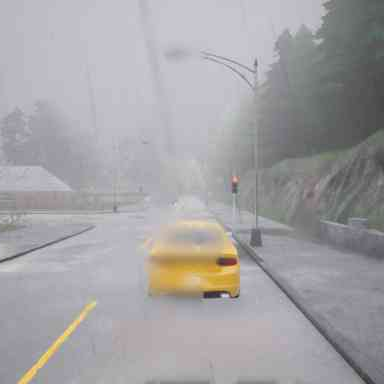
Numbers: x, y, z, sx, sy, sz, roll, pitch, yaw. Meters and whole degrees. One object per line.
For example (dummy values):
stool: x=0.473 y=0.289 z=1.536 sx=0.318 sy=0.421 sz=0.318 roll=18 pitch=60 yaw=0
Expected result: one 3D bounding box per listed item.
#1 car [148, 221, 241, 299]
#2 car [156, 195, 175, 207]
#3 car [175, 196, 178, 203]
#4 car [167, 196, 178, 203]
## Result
car: x=0.059 y=1.478 z=8.532 sx=1.882 sy=1.535 sz=5.008 roll=0 pitch=0 yaw=1
car: x=-4.060 y=1.352 z=49.499 sx=2.097 sy=1.767 sz=4.553 roll=0 pitch=0 yaw=0
car: x=-4.035 y=1.564 z=58.817 sx=1.994 sy=1.385 sz=4.181 roll=0 pitch=0 yaw=0
car: x=-3.956 y=1.564 z=68.827 sx=1.994 sy=1.385 sz=4.181 roll=0 pitch=0 yaw=0
